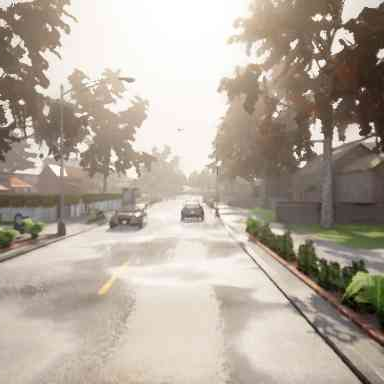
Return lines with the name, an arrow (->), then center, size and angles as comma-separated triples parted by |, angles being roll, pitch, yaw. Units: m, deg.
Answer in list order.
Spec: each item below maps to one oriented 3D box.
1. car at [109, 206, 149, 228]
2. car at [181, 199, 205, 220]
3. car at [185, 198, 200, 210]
car -> -3.998, 1.592, 21.602 | 1.994, 1.385, 4.181 | 0, 0, 0
car -> 0.060, 1.563, 28.370 | 1.994, 1.385, 4.181 | 0, 0, 0
car -> 0.088, 1.562, 44.811 | 1.994, 1.385, 4.181 | 0, 0, 0
